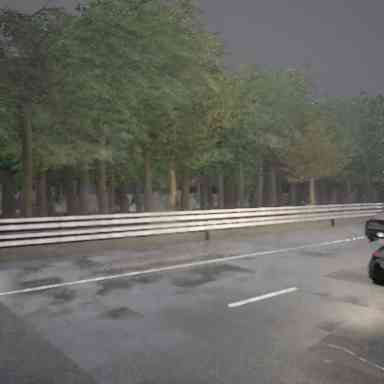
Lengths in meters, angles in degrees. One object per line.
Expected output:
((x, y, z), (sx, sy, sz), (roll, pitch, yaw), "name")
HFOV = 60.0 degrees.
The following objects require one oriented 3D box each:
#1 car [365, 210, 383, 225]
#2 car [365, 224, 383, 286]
((9.653, 1.487, 14.929), (4.892, 1.490, 1.837), (0, 0, -35), "car")
((6.178, 1.557, 8.153), (4.181, 1.385, 1.994), (0, 0, -35), "car")
